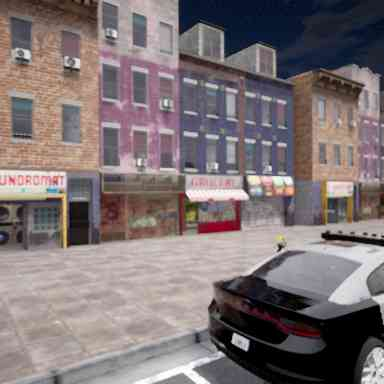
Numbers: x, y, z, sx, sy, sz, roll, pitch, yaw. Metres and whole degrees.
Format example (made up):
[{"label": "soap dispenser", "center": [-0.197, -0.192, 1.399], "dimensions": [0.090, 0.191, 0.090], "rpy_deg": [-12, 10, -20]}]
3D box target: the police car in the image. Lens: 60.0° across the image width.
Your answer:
[{"label": "police car", "center": [2.636, 1.447, 5.145], "dimensions": [5.238, 1.638, 1.930], "rpy_deg": [0, 0, -35]}]
